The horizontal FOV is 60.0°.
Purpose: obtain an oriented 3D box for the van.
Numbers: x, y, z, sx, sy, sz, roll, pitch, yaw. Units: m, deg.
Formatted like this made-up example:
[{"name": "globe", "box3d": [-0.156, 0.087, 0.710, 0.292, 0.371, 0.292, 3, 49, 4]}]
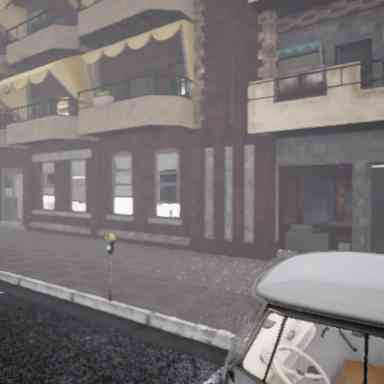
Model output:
[{"name": "van", "box3d": [1.980, 1.325, 1.513, 3.998, 1.788, 1.690, 0, 1, 34]}]
